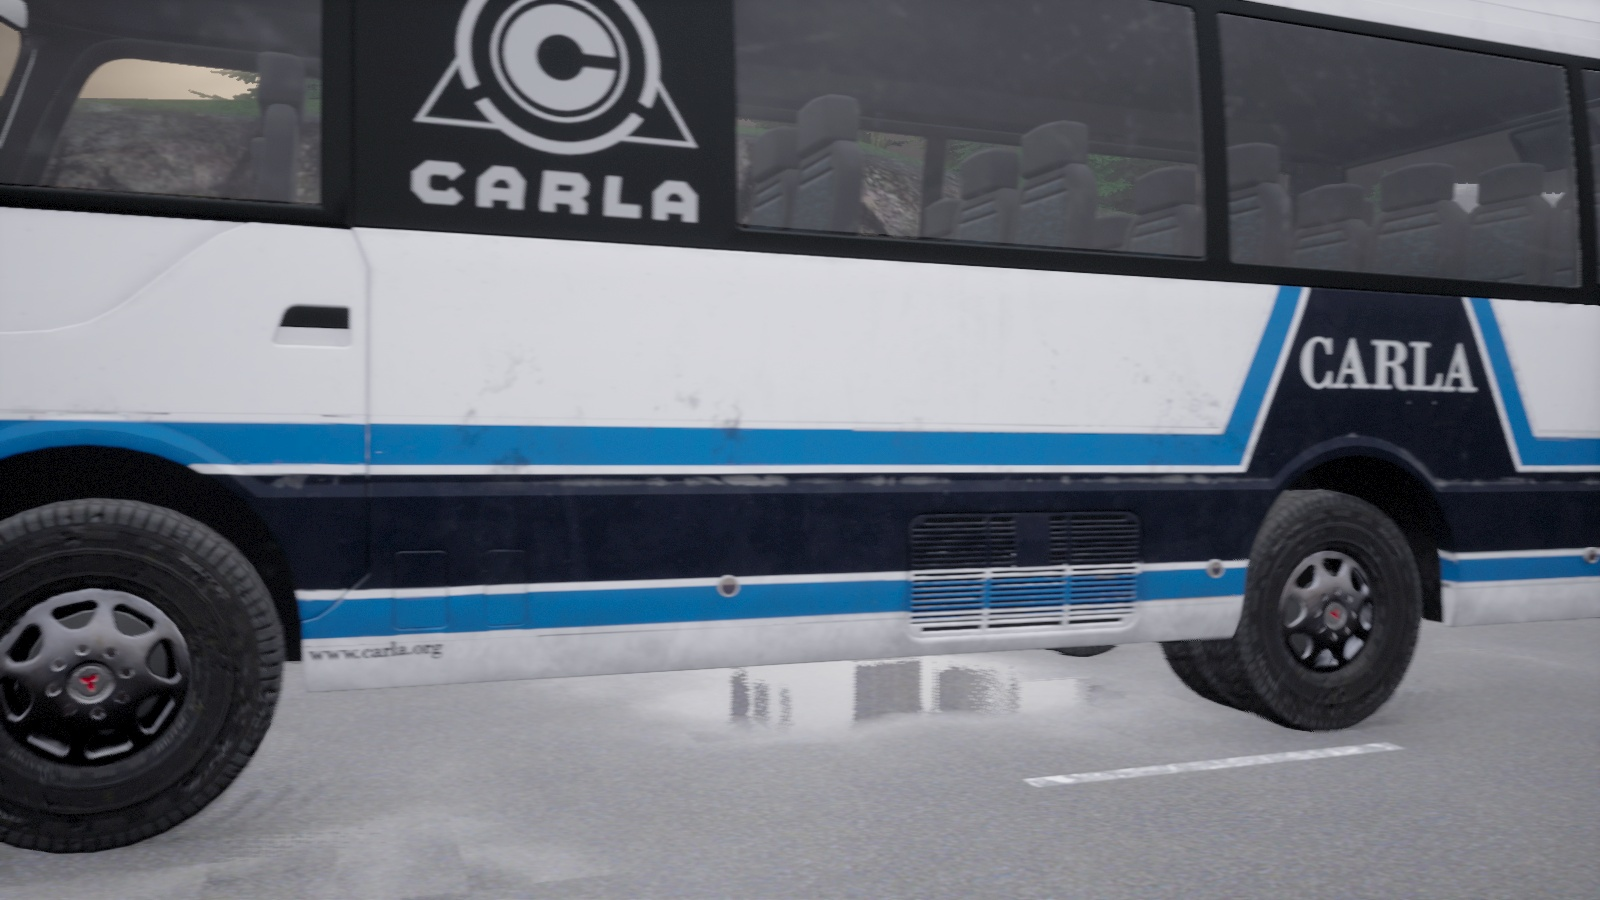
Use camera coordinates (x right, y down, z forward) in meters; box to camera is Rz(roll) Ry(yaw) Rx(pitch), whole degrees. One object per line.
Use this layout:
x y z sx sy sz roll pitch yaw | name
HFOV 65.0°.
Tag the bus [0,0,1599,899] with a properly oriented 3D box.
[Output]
-0.368 -0.686 6.826 10.273 4.253 3.944 -1 1 -21 | bus
